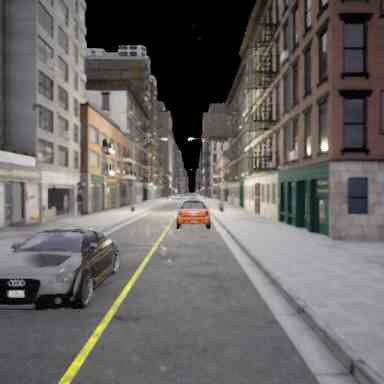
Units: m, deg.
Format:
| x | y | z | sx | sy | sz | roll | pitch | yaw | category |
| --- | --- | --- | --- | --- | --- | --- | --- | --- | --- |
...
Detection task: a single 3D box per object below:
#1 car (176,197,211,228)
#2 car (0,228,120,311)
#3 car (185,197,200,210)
| x | y | z | sx | sy | sz | roll | pitch | yaw | category |
| --- | --- | --- | --- | --- | --- | --- | --- | --- | --- |
| 0.096 | 1.346 | 21.998 | 2.097 | 1.767 | 4.553 | 0 | 0 | 0 | car |
| -3.011 | 1.563 | 7.715 | 1.994 | 1.385 | 4.181 | 0 | 0 | 0 | car |
| 0.092 | 1.484 | 43.168 | 1.837 | 1.490 | 4.892 | 0 | 0 | 0 | car |
